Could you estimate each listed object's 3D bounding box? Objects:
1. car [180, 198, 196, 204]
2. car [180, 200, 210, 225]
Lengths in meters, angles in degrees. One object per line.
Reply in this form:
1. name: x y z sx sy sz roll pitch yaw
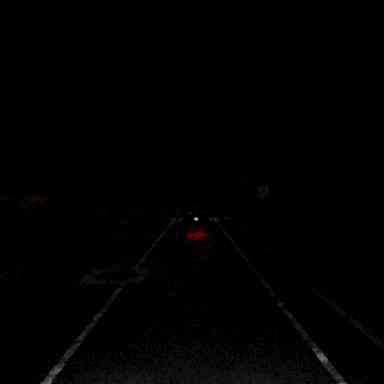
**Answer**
1. car: -0.302 1.508 41.721 2.097 1.767 4.553 1 0 -7
2. car: 0.307 1.587 24.911 1.837 1.490 4.892 0 0 0
